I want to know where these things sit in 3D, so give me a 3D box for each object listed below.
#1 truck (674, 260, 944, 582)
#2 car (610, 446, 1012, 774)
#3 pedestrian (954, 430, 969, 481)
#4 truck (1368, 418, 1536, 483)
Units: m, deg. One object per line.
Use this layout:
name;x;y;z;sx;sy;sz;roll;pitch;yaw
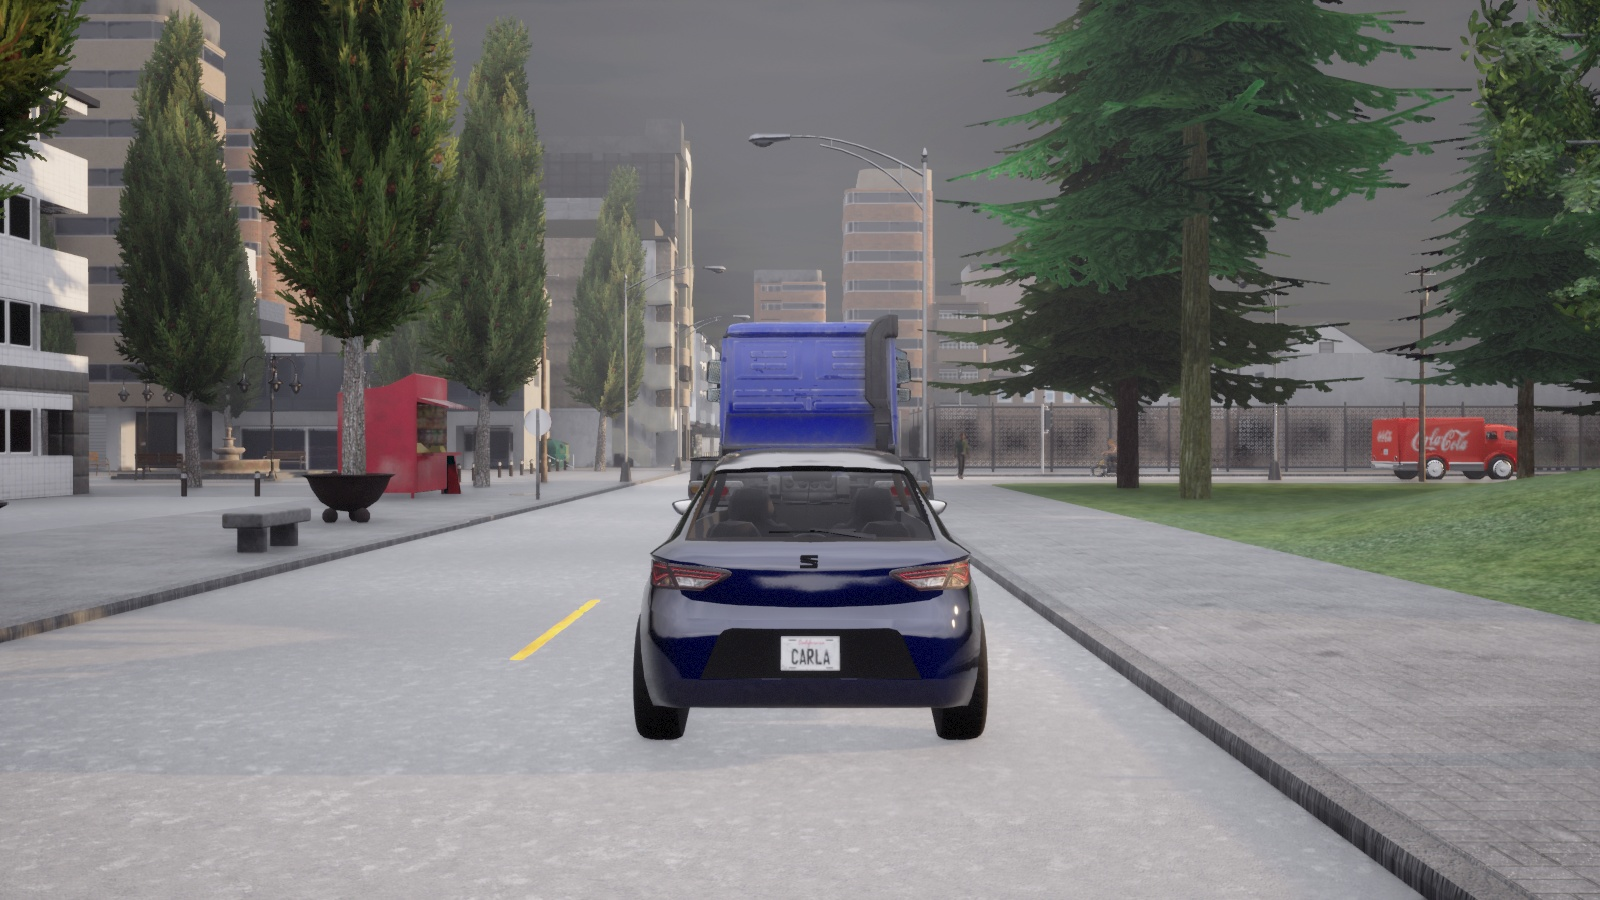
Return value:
truck;0.122;-0.334;17.460;2.891;3.462;7.936;0;0;0
car;0.061;0.716;7.772;1.816;1.474;4.193;0;0;0
pedestrian;6.305;0.209;48.908;0.423;1.949;0.788;0;0;-5
truck;25.438;0.003;49.137;5.204;2.467;2.627;0;0;0
